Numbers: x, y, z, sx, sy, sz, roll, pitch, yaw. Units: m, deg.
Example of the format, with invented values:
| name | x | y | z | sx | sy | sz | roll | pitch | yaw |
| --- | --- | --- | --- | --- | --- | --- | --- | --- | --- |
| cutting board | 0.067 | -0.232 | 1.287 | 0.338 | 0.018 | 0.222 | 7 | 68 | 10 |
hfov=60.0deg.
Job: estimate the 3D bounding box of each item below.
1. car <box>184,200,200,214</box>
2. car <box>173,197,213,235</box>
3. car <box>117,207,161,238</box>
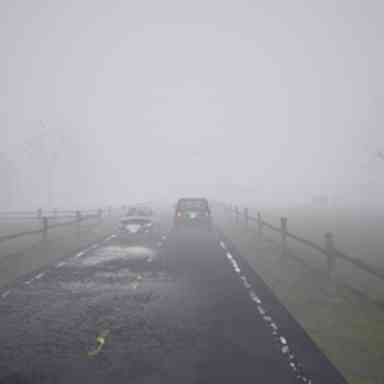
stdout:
| name | x | y | z | sx | sy | sz | roll | pitch | yaw |
| --- | --- | --- | --- | --- | --- | --- | --- | --- | --- |
| car | 0.017 | 1.696 | 39.030 | 1.812 | 1.442 | 4.674 | 0 | 0 | 0 |
| car | 0.042 | 1.306 | 19.629 | 2.150 | 2.045 | 5.566 | 0 | 0 | 0 |
| car | -2.796 | 1.573 | 18.201 | 2.128 | 1.511 | 4.902 | 0 | 0 | 0 |
